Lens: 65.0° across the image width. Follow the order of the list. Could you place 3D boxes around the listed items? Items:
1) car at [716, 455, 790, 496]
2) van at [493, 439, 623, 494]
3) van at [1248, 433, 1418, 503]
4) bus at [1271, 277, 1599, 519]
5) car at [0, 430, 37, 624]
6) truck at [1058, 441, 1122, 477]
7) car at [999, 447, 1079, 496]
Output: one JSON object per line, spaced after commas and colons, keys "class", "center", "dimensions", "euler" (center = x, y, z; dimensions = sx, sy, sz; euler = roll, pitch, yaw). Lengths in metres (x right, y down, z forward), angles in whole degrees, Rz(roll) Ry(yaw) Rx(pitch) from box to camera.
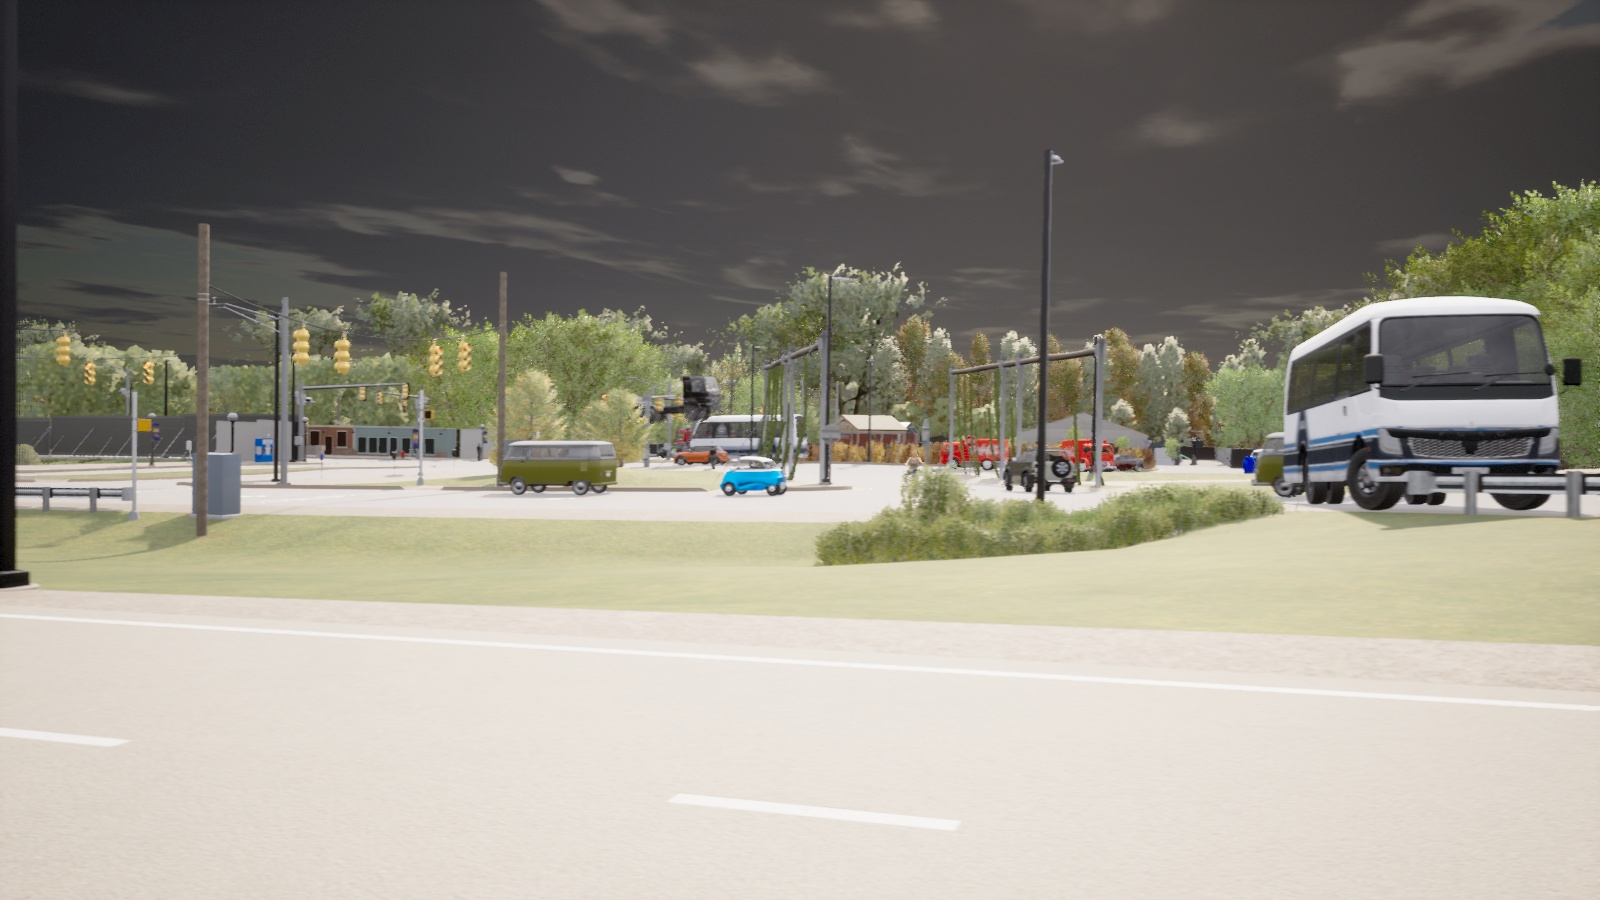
{"class": "car", "center": [-1.652, 0.894, 44.264], "dimensions": [2.207, 1.376, 1.481], "euler": [0, 1, 19]}
{"class": "van", "center": [-8.996, 0.580, 46.684], "dimensions": [4.442, 1.987, 1.775], "euler": [0, 1, 18]}
{"class": "van", "center": [15.947, 0.534, 37.623], "dimensions": [4.442, 1.987, 1.775], "euler": [-1, 0, 32]}
{"class": "bus", "center": [13.249, -0.779, 27.439], "dimensions": [3.944, 4.253, 10.273], "euler": [0, -2, 11]}
{"class": "car", "center": [-8.784, 0.586, 9.841], "dimensions": [4.902, 1.511, 2.128], "euler": [1, 1, 19]}
{"class": "truck", "center": [20.702, 0.636, 89.895], "dimensions": [2.627, 2.467, 5.204], "euler": [0, 0, -10]}
{"class": "car", "center": [9.686, 0.865, 51.335], "dimensions": [1.932, 1.855, 4.605], "euler": [1, -1, -6]}
